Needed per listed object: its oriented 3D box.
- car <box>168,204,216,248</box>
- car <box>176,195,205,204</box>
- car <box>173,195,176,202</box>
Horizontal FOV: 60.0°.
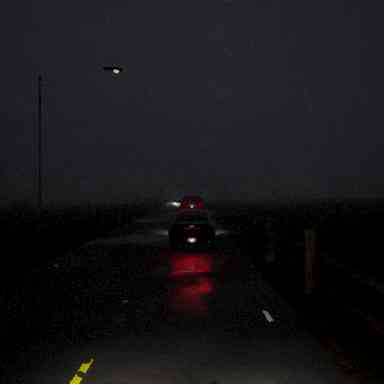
[{"bbox_3d":[0.000,1.515,14.652,1.837,1.490,4.892,0,0,0],"label":"car"},{"bbox_3d":[0.000,1.232,29.685,2.150,2.045,5.566,0,0,0],"label":"car"},{"bbox_3d":[-2.757,1.380,68.465,2.128,1.511,4.902,0,0,0],"label":"car"}]
